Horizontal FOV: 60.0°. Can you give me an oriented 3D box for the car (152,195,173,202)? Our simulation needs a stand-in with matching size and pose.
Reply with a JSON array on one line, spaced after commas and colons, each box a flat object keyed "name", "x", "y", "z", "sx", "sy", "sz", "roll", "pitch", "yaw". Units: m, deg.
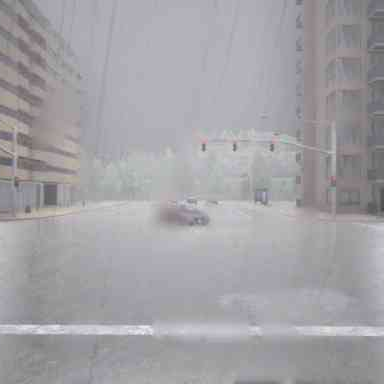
[{"name": "car", "x": -3.618, "y": 1.477, "z": 39.524, "sx": 1.882, "sy": 1.535, "sz": 5.008, "roll": 0, "pitch": 0, "yaw": 0}]

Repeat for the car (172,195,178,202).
[{"name": "car", "x": -3.559, "y": 1.351, "z": 57.989, "sx": 2.097, "sy": 1.767, "sz": 4.553, "roll": 0, "pitch": 0, "yaw": 0}]

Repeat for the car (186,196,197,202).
[{"name": "car", "x": -0.031, "y": 1.526, "z": 60.129, "sx": 1.812, "sy": 1.442, "sz": 4.674, "roll": 0, "pitch": 0, "yaw": 0}]

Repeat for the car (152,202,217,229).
[{"name": "car", "x": -0.639, "y": 1.564, "z": 21.602, "sx": 1.994, "sy": 1.385, "sz": 4.181, "roll": 0, "pitch": 0, "yaw": -34}]

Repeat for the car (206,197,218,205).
[{"name": "car", "x": 3.603, "y": 1.547, "z": 59.488, "sx": 2.033, "sy": 1.411, "sz": 5.357, "roll": 0, "pitch": 0, "yaw": 2}]
